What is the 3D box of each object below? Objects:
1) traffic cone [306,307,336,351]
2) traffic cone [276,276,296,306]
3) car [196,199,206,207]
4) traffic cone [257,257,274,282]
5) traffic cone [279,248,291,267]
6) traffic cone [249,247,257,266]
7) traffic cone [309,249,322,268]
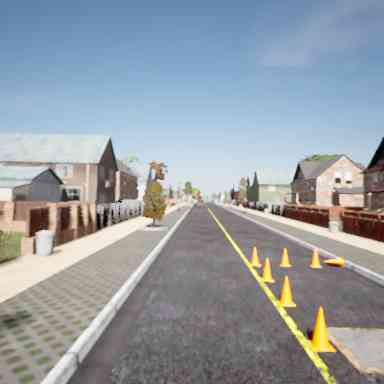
[{"bbox_3d":[1.960,2.057,5.072,0.340,0.580,0.340,1,-1,1],"label":"traffic cone"},{"bbox_3d":[2.005,2.080,7.072,0.340,0.580,0.340,1,-1,1],"label":"traffic cone"},{"bbox_3d":[2.004,2.461,76.661,2.097,1.767,4.553,1,-1,1],"label":"car"},{"bbox_3d":[2.050,2.105,9.071,0.340,0.580,0.340,1,-1,1],"label":"traffic cone"},{"bbox_3d":[3.094,2.151,11.048,0.340,0.580,0.340,1,-1,1],"label":"traffic cone"},{"bbox_3d":[2.095,2.130,11.070,0.340,0.580,0.340,1,-1,1],"label":"traffic cone"},{"bbox_3d":[4.094,2.173,11.025,0.340,0.580,0.340,1,-1,1],"label":"traffic cone"}]
